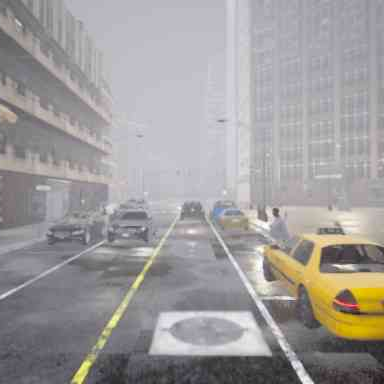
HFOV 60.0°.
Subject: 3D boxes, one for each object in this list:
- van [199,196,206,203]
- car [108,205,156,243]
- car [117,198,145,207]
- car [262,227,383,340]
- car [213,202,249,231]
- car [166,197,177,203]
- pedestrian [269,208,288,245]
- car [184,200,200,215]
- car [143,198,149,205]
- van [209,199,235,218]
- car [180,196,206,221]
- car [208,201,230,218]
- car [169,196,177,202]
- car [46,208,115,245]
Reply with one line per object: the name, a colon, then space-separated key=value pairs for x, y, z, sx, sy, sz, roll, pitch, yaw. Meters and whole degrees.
van: x=2.563 y=1.822 z=81.321 sx=1.690 sy=1.788 sz=3.998 roll=0 pitch=0 yaw=0
car: x=-2.848 y=1.602 z=16.575 sx=1.812 sy=1.442 sz=4.674 roll=0 pitch=0 yaw=0
car: x=-5.311 y=1.569 z=26.783 sx=1.967 sy=1.590 sz=4.097 roll=0 pitch=0 yaw=0
car: x=2.750 y=1.487 z=6.913 sx=1.801 sy=1.575 sz=5.366 roll=0 pitch=0 yaw=0
car: x=2.569 y=1.626 z=21.426 sx=1.752 sy=1.417 sz=4.829 roll=0 pitch=0 yaw=0
car: x=-5.318 y=2.005 z=81.149 sx=1.752 sy=1.417 sz=4.829 roll=0 pitch=0 yaw=0
pedestrian: x=2.543 y=1.339 z=9.913 sx=0.375 sy=1.860 sz=0.375 roll=0 pitch=-1 yaw=0
car: x=-0.002 y=1.718 z=38.058 sx=1.812 sy=1.442 sz=4.674 roll=0 pitch=0 yaw=0
car: x=-5.311 y=1.475 z=32.320 sx=2.192 sy=1.841 sz=5.009 roll=0 pitch=0 yaw=0
van: x=2.570 y=1.470 z=26.791 sx=1.690 sy=1.788 sz=3.998 roll=0 pitch=0 yaw=0
car: x=0.062 y=1.491 z=28.743 sx=2.097 sy=1.767 sz=4.553 roll=0 pitch=0 yaw=0
car: x=2.568 y=1.686 z=32.496 sx=1.752 sy=1.417 sz=4.829 roll=0 pitch=0 yaw=0
car: x=-5.319 y=2.008 z=92.425 sx=1.967 sy=1.590 sz=4.097 roll=0 pitch=0 yaw=0
car: x=-5.310 y=1.623 z=15.712 sx=2.008 sy=1.369 sz=4.403 roll=0 pitch=0 yaw=0
